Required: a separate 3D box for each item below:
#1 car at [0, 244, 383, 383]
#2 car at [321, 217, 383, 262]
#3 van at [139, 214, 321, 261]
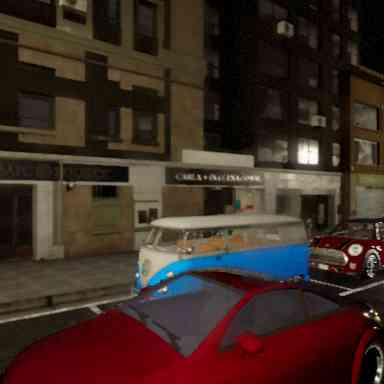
[{"bbox_3d":[0.281,1.592,3.576,4.181,1.385,1.994,1,-1,-35],"label":"car"},{"bbox_3d":[5.237,1.556,10.311,4.097,1.590,1.967,1,-1,-36],"label":"car"},{"bbox_3d":[0.773,1.398,7.105,3.998,1.788,1.690,1,-1,-36],"label":"van"}]
